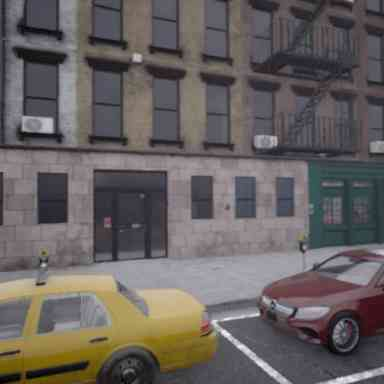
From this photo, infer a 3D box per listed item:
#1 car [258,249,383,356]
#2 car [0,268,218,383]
[{"bbox_3d":[3.230,1.732,6.024,4.206,1.307,1.802,0,-2,-20],"label":"car"},{"bbox_3d":[-2.099,1.668,4.034,4.829,1.417,1.752,0,-2,-20],"label":"car"}]
